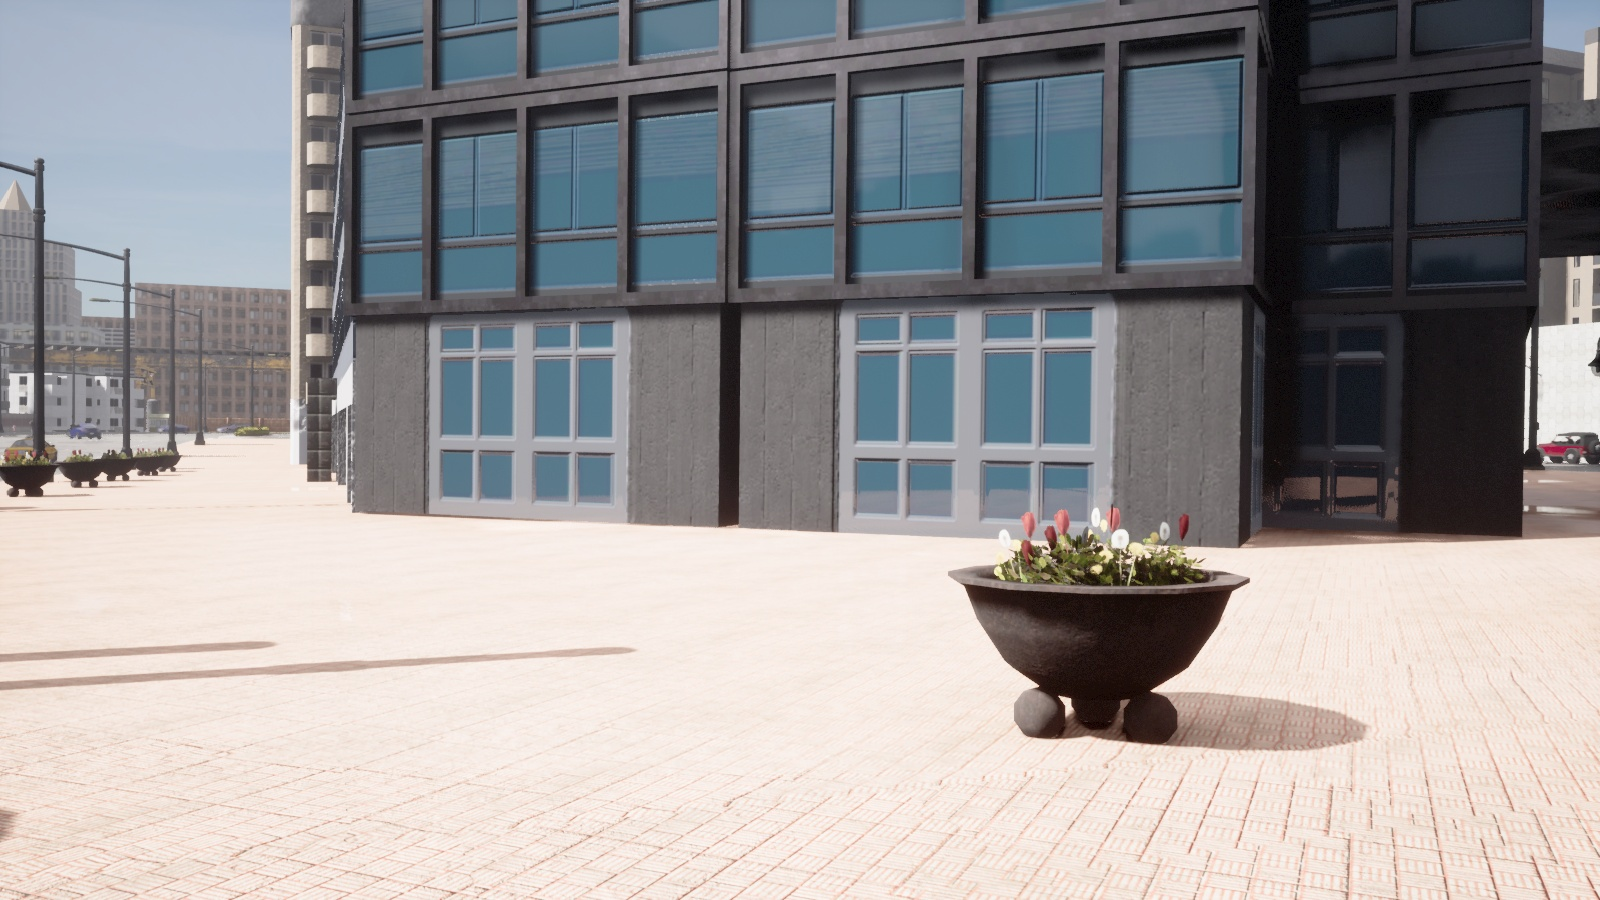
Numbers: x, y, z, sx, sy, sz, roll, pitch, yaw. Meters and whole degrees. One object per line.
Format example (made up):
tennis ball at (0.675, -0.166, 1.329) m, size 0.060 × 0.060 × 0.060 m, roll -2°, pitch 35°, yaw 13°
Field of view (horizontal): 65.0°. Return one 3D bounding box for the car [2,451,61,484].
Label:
car at (-41.968, 0.907, 68.664) m, size 1.801 × 1.575 × 5.366 m, roll -1°, pitch 2°, yaw -21°

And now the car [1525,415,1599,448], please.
car at (44.659, -1.080, 73.210) m, size 1.905 × 1.878 × 3.866 m, roll -1°, pitch 1°, yaw -20°
